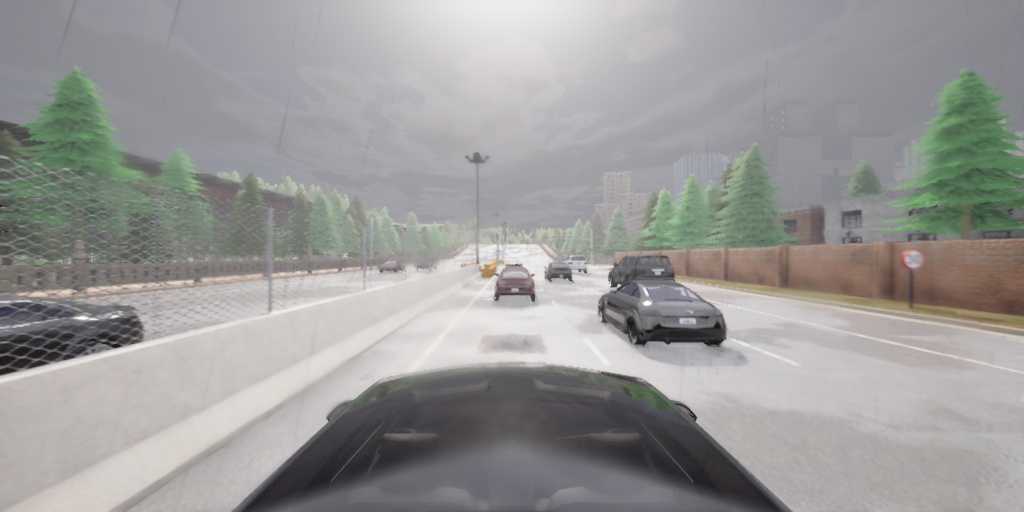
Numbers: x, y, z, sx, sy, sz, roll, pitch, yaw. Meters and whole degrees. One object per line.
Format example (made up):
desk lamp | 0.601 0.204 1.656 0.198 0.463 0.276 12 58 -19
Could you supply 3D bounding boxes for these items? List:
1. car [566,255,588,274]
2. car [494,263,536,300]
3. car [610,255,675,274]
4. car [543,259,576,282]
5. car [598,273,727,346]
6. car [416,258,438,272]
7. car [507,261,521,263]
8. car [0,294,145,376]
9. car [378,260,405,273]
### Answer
car | 7.209 0.941 41.332 2.150 2.045 5.566 0 0 0
car | 0.139 1.261 17.308 1.812 1.442 4.674 0 0 0
car | 7.150 0.958 20.220 2.150 2.045 5.566 0 0 0
car | 3.672 1.233 29.009 1.837 1.490 4.892 0 0 0
car | 3.621 1.310 9.381 1.994 1.385 4.181 0 0 0
car | -10.384 1.004 43.955 1.837 1.490 4.892 0 0 0
car | 0.197 1.208 36.788 2.128 1.511 4.902 0 0 0
car | -7.098 1.231 3.948 2.128 1.511 4.902 0 0 0
car | -13.915 1.221 41.839 1.812 1.442 4.674 0 0 1
